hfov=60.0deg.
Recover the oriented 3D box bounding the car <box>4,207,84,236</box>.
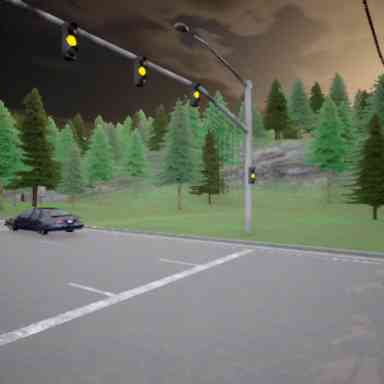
[{"bbox_3d":[-8.294,1.553,18.506,5.357,1.411,2.033,0,0,35],"label":"car"}]
